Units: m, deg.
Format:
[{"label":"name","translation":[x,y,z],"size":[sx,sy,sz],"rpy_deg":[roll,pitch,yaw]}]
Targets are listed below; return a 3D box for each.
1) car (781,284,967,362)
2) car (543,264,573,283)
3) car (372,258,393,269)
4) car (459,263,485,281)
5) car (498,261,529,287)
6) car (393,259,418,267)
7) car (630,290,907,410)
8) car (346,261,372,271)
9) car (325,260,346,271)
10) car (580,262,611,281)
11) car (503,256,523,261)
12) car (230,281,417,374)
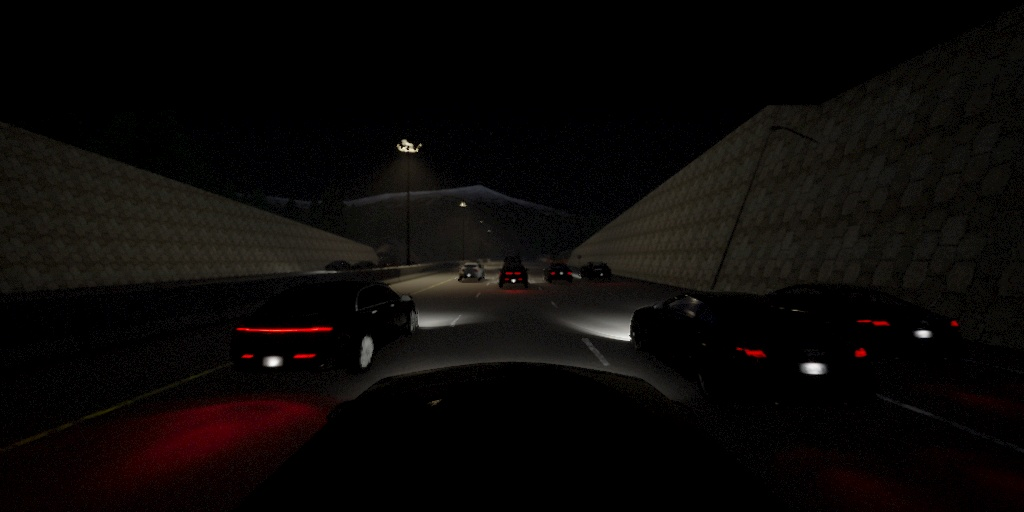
[{"label":"car","translation":[7.099,1.320,8.195],"size":[1.994,1.385,4.181],"rpy_deg":[0,0,0]},{"label":"car","translation":[3.597,1.323,28.565],"size":[2.033,1.411,5.357],"rpy_deg":[0,0,0]},{"label":"car","translation":[-17.520,1.148,50.619],"size":[2.097,1.767,4.553],"rpy_deg":[0,0,0]},{"label":"car","translation":[-3.402,1.303,30.610],"size":[1.812,1.442,4.674],"rpy_deg":[0,0,0]},{"label":"car","translation":[0.098,1.276,24.579],"size":[1.837,1.490,4.892],"rpy_deg":[0,0,0]},{"label":"car","translation":[-14.044,1.320,48.361],"size":[1.812,1.442,4.674],"rpy_deg":[0,0,1]},{"label":"car","translation":[3.599,1.318,6.286],"size":[1.994,1.385,4.181],"rpy_deg":[0,0,0]},{"label":"car","translation":[-21.013,1.345,51.098],"size":[2.033,1.411,5.357],"rpy_deg":[0,0,0]},{"label":"car","translation":[-24.519,1.322,50.642],"size":[1.812,1.442,4.674],"rpy_deg":[0,0,0]},{"label":"car","translation":[7.098,1.269,30.750],"size":[2.128,1.511,4.902],"rpy_deg":[0,0,0]},{"label":"car","translation":[0.096,1.012,41.755],"size":[2.150,2.045,5.566],"rpy_deg":[0,0,0]},{"label":"car","translation":[-3.401,1.260,7.522],"size":[1.837,1.490,4.892],"rpy_deg":[0,0,0]}]
